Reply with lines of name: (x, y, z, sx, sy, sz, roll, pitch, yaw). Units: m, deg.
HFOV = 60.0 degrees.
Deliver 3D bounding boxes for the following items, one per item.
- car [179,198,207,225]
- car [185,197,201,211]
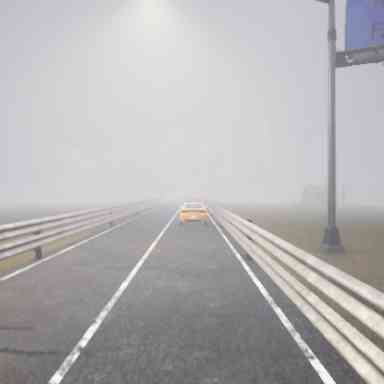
car: (0.093, 1.470, 24.130, 1.882, 1.535, 5.008, 0, 0, 0)
car: (0.090, 1.464, 42.466, 1.882, 1.535, 5.008, 0, 0, 0)
